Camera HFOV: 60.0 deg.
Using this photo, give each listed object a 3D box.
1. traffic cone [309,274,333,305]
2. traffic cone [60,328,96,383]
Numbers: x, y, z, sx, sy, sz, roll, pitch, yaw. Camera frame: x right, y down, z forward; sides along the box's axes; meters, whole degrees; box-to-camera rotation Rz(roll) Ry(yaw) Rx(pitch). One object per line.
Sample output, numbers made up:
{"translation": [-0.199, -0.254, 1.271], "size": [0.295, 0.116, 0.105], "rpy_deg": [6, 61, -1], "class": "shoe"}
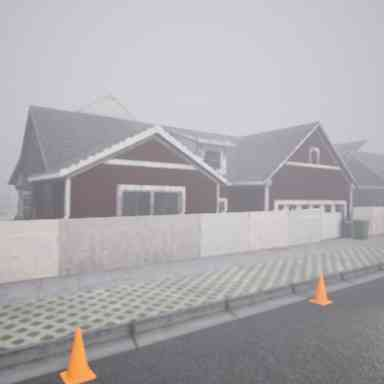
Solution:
{"translation": [2.697, 2.003, 6.951], "size": [0.340, 0.580, 0.340], "rpy_deg": [1, 0, -35], "class": "traffic cone"}
{"translation": [-1.390, 1.963, 4.071], "size": [0.340, 0.580, 0.340], "rpy_deg": [1, 0, -35], "class": "traffic cone"}
